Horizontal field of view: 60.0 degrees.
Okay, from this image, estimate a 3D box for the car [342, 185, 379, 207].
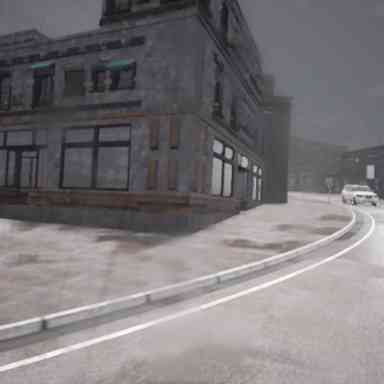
[{"bbox_3d":[17.430,0.318,34.732,2.150,2.045,5.566,2,2,8],"label":"car"}]
